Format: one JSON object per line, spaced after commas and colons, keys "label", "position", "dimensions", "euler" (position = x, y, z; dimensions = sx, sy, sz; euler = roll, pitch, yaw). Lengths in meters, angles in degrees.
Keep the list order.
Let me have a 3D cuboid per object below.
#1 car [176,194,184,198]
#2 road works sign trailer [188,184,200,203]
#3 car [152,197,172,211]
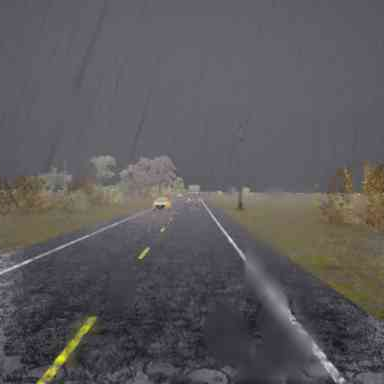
{"label": "car", "position": [-2.836, 1.023, 79.838], "dimensions": [1.812, 1.442, 4.674], "euler": [0, 0, 1]}
{"label": "road works sign trailer", "position": [0.471, 0.303, 65.752], "dimensions": [2.380, 3.560, 2.880], "euler": [0, 0, 0]}
{"label": "car", "position": [-3.425, 1.380, 38.492], "dimensions": [1.882, 1.535, 5.008], "euler": [0, 0, 1]}
